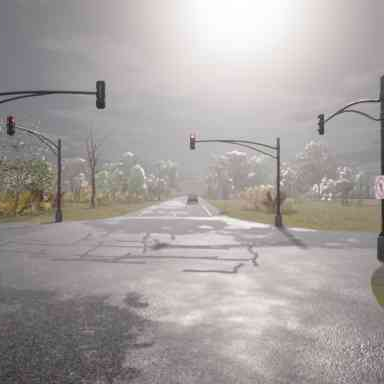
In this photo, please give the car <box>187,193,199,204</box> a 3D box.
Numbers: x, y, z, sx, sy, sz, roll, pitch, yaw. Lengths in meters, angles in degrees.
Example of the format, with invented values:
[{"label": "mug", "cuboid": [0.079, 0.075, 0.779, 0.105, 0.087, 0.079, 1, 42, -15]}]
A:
[{"label": "car", "cuboid": [0.176, 1.292, 67.639, 2.150, 2.045, 5.566, 0, 0, 0]}]
